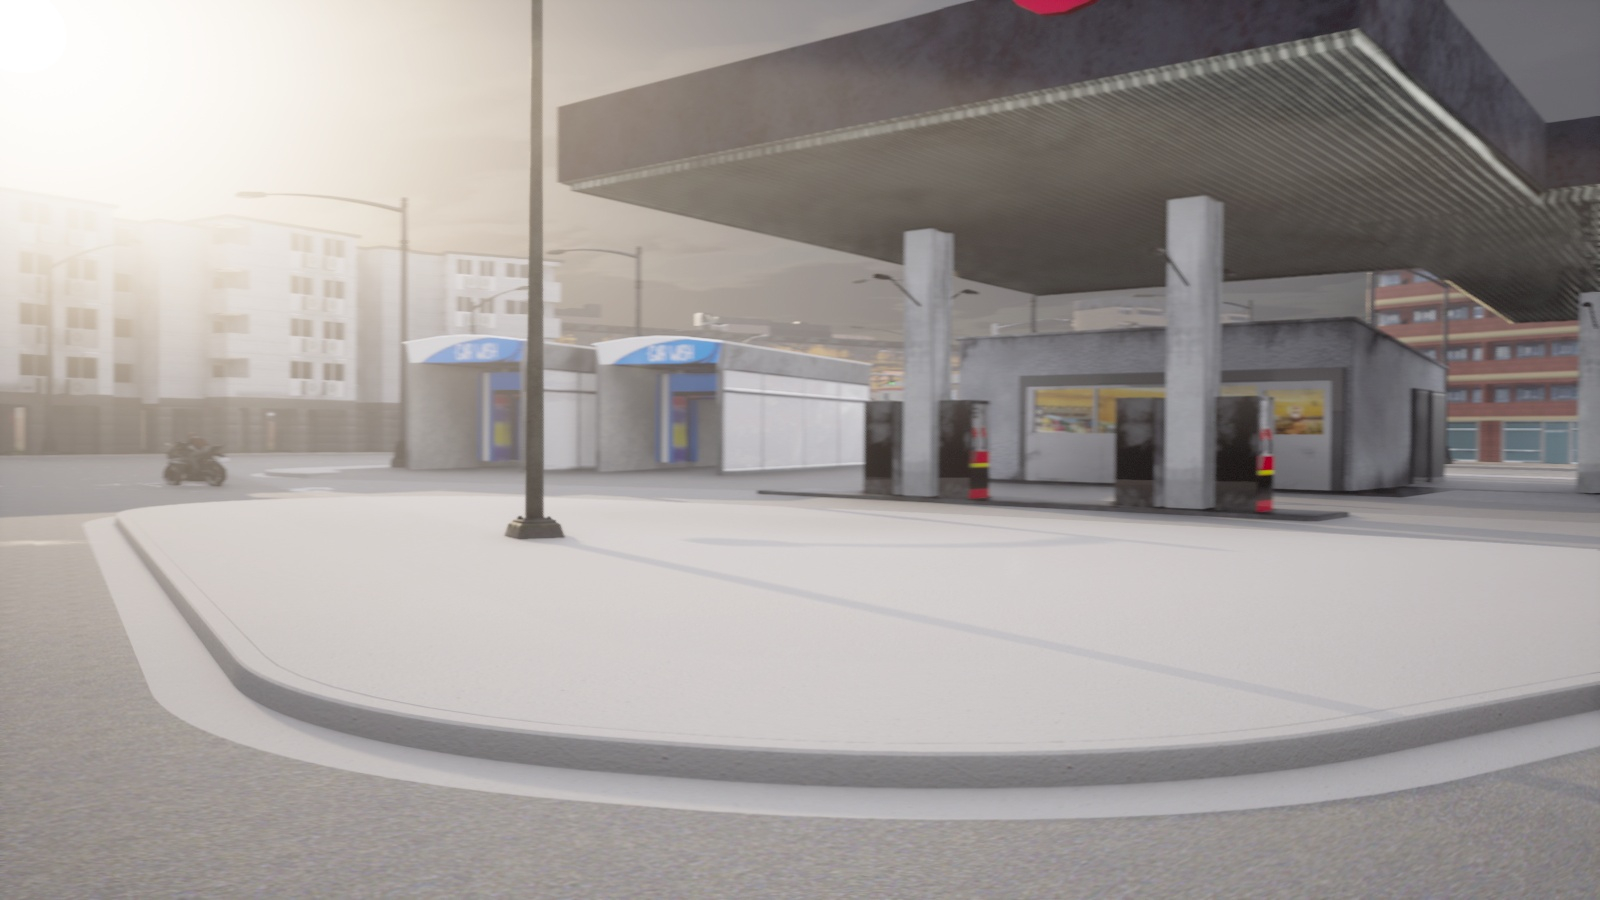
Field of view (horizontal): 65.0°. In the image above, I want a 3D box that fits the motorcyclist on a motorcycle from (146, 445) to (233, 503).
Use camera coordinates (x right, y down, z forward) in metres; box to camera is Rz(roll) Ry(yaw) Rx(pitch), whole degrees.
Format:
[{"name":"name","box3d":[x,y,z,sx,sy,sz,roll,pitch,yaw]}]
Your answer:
[{"name":"motorcyclist on a motorcycle","box3d":[-16.649,0.647,34.246,2.191,1.530,0.866,-1,1,21]}]
